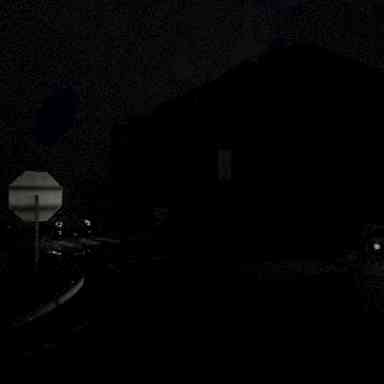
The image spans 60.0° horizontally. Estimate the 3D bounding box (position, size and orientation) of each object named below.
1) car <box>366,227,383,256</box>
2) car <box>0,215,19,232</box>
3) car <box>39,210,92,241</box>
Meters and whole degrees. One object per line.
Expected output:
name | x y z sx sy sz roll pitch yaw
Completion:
car | 8.371 1.491 11.334 4.902 1.511 2.128 0 0 -13
car | -21.737 3.715 38.704 2.150 2.045 5.566 0 -5 -36
car | -7.671 1.858 19.916 2.097 1.767 4.553 0 -4 -37
